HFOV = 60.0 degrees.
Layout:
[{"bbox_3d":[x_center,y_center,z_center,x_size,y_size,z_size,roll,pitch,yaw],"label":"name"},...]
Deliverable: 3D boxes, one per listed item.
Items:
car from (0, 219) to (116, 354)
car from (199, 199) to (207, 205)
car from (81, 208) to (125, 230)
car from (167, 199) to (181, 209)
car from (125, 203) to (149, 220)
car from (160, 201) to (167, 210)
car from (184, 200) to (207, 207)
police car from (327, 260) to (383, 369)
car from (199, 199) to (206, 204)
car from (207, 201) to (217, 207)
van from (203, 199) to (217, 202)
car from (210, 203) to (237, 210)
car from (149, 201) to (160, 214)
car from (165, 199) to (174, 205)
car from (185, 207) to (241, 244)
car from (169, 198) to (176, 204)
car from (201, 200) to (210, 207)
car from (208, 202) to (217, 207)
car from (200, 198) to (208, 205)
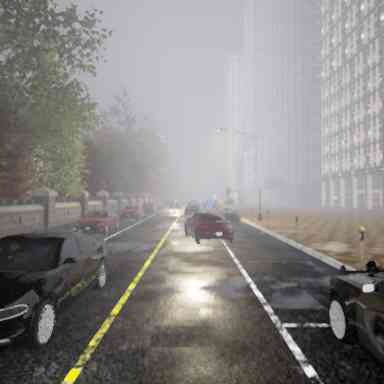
[{"bbox_3d":[-3.087,1.550,6.568,1.882,1.535,5.008,0,-1,0],"label":"car"},{"bbox_3d":[2.911,2.616,87.831,1.802,1.307,4.206,0,-1,0],"label":"car"},{"bbox_3d":[-5.640,1.769,20.271,1.887,1.381,4.507,0,-1,0],"label":"car"},{"bbox_3d":[-2.879,2.146,57.082,2.128,1.511,4.902,0,-1,1],"label":"car"},{"bbox_3d":[-5.611,1.896,31.535,1.887,1.381,4.507,0,-1,0],"label":"car"},{"bbox_3d":[-5.555,2.139,53.893,1.752,1.417,4.829,0,-1,0],"label":"car"},{"bbox_3d":[0.183,1.898,36.174,2.128,1.511,4.902,0,-1,0],"label":"car"},{"bbox_3d":[3.141,1.466,3.614,1.930,1.638,5.238,0,-1,0],"label":"police car"},{"bbox_3d":[2.925,2.659,93.463,2.008,1.369,4.403,0,-1,0],"label":"car"},{"bbox_3d":[2.783,1.999,37.145,1.802,1.307,4.206,0,-1,0],"label":"car"},{"bbox_3d":[2.812,1.890,48.413,1.690,1.788,3.998,0,-1,0],"label":"van"},{"bbox_3d":[2.755,1.839,25.881,2.008,1.369,4.403,0,-1,0],"label":"car"},{"bbox_3d":[-5.583,2.026,42.798,1.887,1.381,4.507,0,-1,0],"label":"car"},{"bbox_3d":[-5.483,2.527,82.221,1.947,1.339,4.313,0,-1,0],"label":"car"},{"bbox_3d":[0.792,1.715,17.028,1.812,1.442,4.674,0,-1,-10],"label":"car"},{"bbox_3d":[-5.455,2.548,93.486,1.967,1.590,4.097,0,-1,0],"label":"car"},{"bbox_3d":[2.869,2.405,70.936,1.802,1.307,4.206,0,-1,0],"label":"car"},{"bbox_3d":[2.769,1.934,31.513,1.802,1.307,4.206,0,-1,0],"label":"car"},{"bbox_3d":[2.898,2.402,82.202,1.967,1.590,4.097,0,-1,0],"label":"car"}]
